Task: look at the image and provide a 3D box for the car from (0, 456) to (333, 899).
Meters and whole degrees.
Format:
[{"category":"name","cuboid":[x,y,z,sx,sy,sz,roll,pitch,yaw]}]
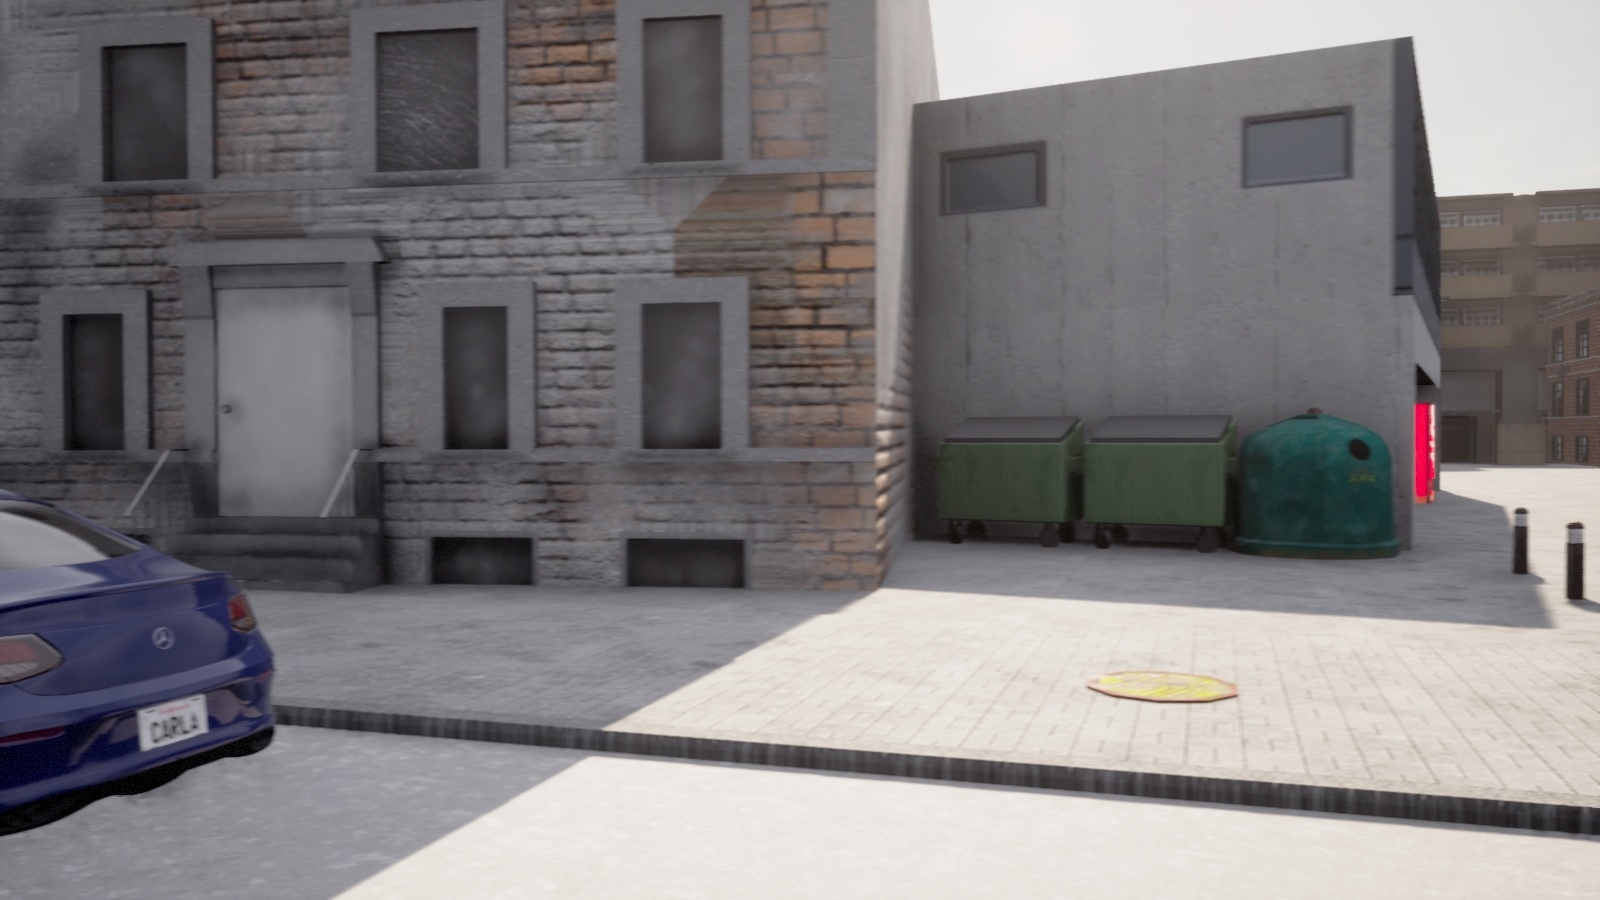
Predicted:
[{"category":"car","cuboid":[-4.474,0.756,5.152,4.674,1.442,1.812,0,1,18]}]
